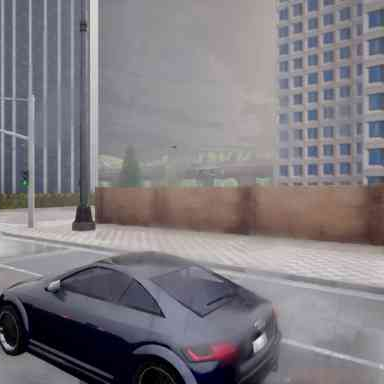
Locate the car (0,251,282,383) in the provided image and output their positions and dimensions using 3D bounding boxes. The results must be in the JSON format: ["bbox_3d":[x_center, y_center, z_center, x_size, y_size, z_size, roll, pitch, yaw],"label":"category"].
[{"bbox_3d":[-0.930,1.564,4.665,4.181,1.385,1.994,0,0,35],"label":"car"}]
